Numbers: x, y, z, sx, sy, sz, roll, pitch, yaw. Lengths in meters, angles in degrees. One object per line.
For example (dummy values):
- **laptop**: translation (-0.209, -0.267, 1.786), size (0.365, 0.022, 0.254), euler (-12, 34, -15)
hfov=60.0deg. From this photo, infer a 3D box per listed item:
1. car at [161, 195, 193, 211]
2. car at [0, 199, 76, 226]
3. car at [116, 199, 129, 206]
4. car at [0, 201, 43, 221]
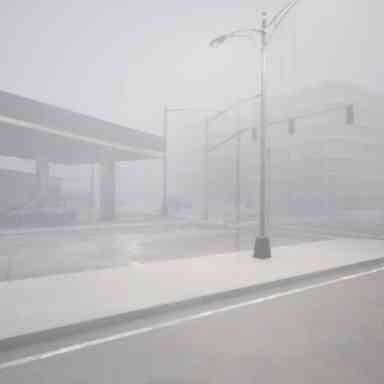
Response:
- **car**: translation (-2.122, 1.462, 45.430), size (2.150, 2.045, 5.566), euler (1, 0, -36)
- **car**: translation (-10.323, 1.336, 22.554), size (4.611, 1.667, 2.242), euler (1, 0, -35)
- **car**: translation (-13.098, 1.835, 60.409), size (1.895, 1.301, 4.718), euler (1, 0, -36)
- **car**: translation (-14.279, 1.488, 26.791), size (3.806, 1.475, 1.970), euler (1, 0, -35)
